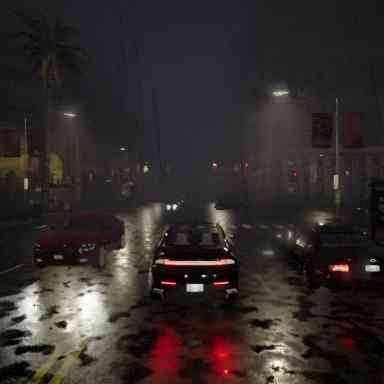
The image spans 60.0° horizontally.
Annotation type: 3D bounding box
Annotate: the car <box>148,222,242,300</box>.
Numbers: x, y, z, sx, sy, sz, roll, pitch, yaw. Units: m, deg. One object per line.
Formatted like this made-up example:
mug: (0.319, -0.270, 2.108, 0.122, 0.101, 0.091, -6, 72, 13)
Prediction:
car: (0.063, 1.492, 8.347, 2.128, 1.511, 4.902, 0, 0, 0)

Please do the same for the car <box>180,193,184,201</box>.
car: (-3.464, 1.540, 73.888, 2.033, 1.411, 5.357, 0, 0, 0)

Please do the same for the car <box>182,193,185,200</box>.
car: (-3.068, 1.225, 88.812, 2.150, 2.045, 5.566, 0, 0, 7)

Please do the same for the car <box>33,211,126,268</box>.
car: (-3.594, 1.477, 11.443, 1.882, 1.535, 5.008, 0, 0, 0)

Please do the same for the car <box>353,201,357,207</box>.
car: (26.061, 1.477, 48.209, 5.008, 1.535, 1.882, 0, 0, 0)

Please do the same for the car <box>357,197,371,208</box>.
car: (25.441, 1.505, 44.699, 4.892, 1.490, 1.837, 0, 0, 0)

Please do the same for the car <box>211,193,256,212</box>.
car: (5.038, 1.352, 38.488, 4.553, 1.767, 2.097, 0, 0, 34)

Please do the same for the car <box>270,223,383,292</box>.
car: (3.567, 1.547, 9.047, 2.033, 1.411, 5.357, 0, 0, 0)

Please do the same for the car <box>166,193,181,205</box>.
car: (-3.544, 1.492, 59.178, 2.128, 1.511, 4.902, 0, 0, 0)
